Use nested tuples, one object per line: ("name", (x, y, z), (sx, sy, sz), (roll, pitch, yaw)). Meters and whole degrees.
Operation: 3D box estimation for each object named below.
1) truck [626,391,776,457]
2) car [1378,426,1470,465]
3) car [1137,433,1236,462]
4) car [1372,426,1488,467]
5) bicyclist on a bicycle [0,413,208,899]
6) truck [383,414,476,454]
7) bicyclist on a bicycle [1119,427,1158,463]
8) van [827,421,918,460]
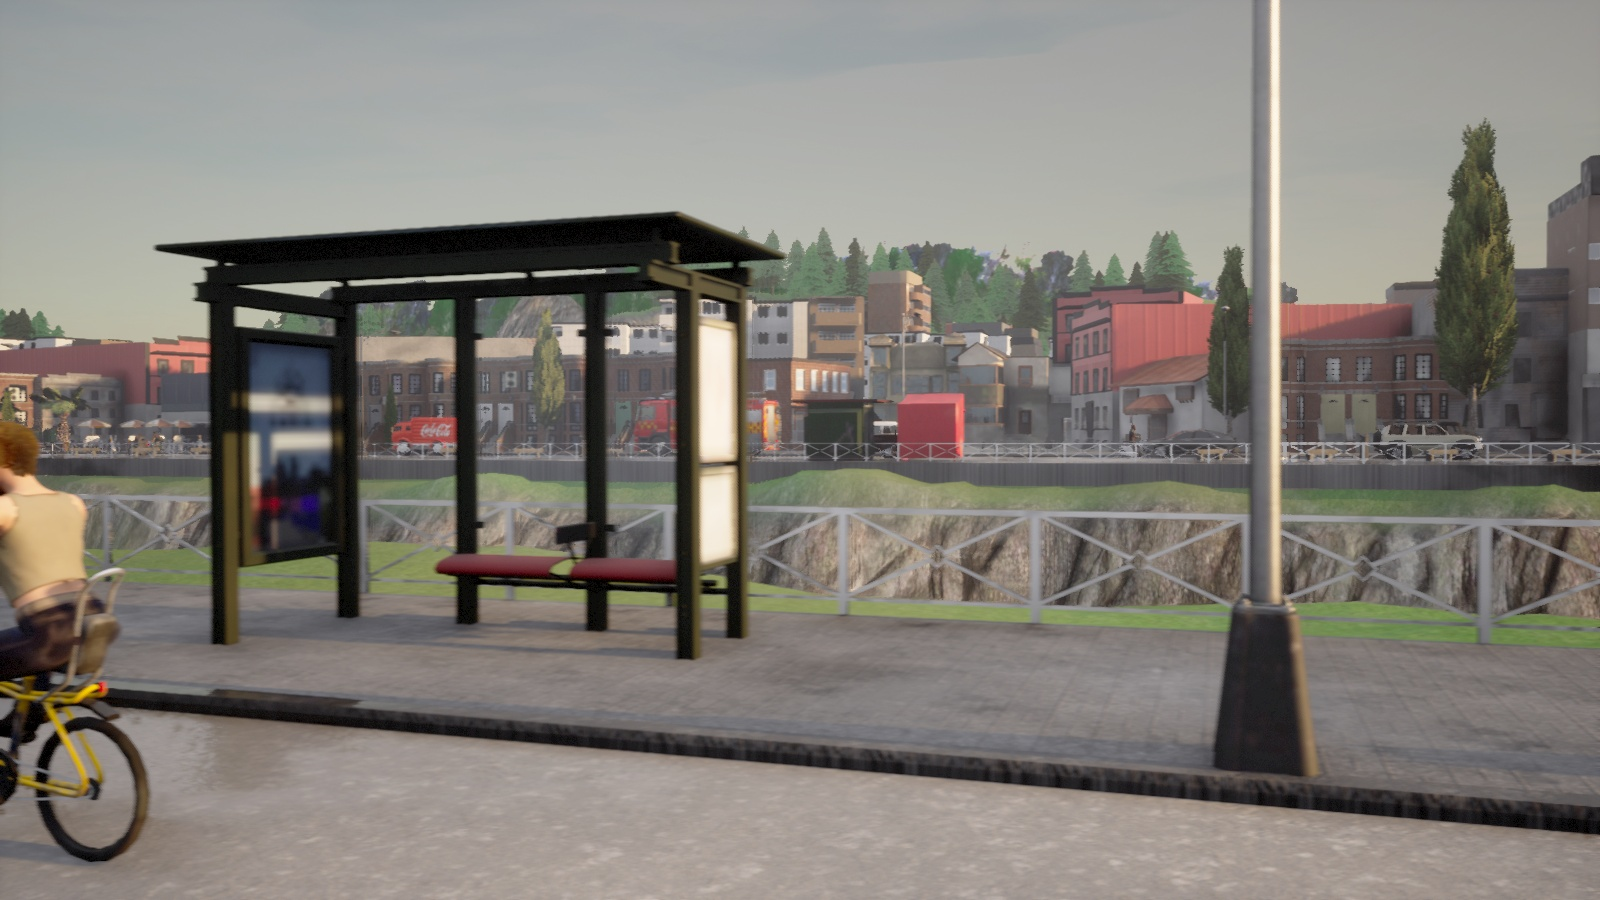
("truck", (-5.924, -1.561, 75.002), (8.468, 3.827, 2.891), (1, 1, 19))
("car", (31.037, -0.263, 62.604), (3.866, 1.878, 1.905), (1, 1, 19))
("car", (20.380, -0.152, 66.185), (4.892, 1.490, 1.837), (1, 1, 19))
("car", (29.487, -0.189, 58.905), (4.605, 1.855, 1.932), (1, 1, 19))
("bicyclist on a bicycle", (-3.188, 0.675, 4.773), (1.509, 1.612, 0.866), (0, 1, 19))
("truck", (-23.904, -1.048, 81.045), (5.204, 2.467, 2.627), (1, 1, 19))
("bicyclist on a bicycle", (16.992, -0.249, 63.105), (1.843, 1.776, 0.659), (0, 1, 19))
("van", (3.897, -0.513, 67.512), (4.480, 2.038, 2.069), (0, 1, 19))
